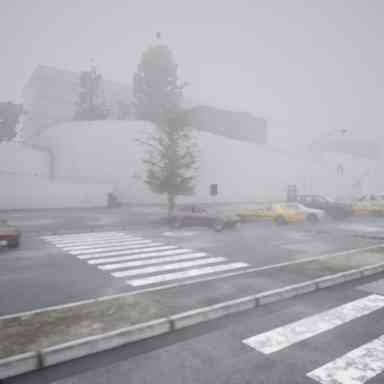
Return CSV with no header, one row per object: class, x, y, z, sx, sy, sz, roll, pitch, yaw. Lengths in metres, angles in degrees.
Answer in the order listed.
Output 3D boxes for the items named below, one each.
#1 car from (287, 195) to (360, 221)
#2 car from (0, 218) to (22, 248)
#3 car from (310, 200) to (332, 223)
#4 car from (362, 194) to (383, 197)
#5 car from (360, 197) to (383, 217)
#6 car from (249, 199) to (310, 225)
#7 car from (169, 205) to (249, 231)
car,10.513,1.259,27.723,5.566,2.045,2.435,-1,-1,35
car,-9.050,1.537,13.783,4.792,1.488,2.163,-1,-1,34
car,8.039,1.555,25.993,4.674,1.452,2.002,-1,-1,34
car,17.798,1.207,32.974,5.566,2.045,2.435,-1,0,35
car,15.532,1.473,31.114,5.366,1.575,1.946,-1,-1,35
car,5.439,1.518,24.346,5.366,1.575,1.946,-1,-1,35
car,0.729,1.546,20.749,4.792,1.488,2.163,-1,-1,35
